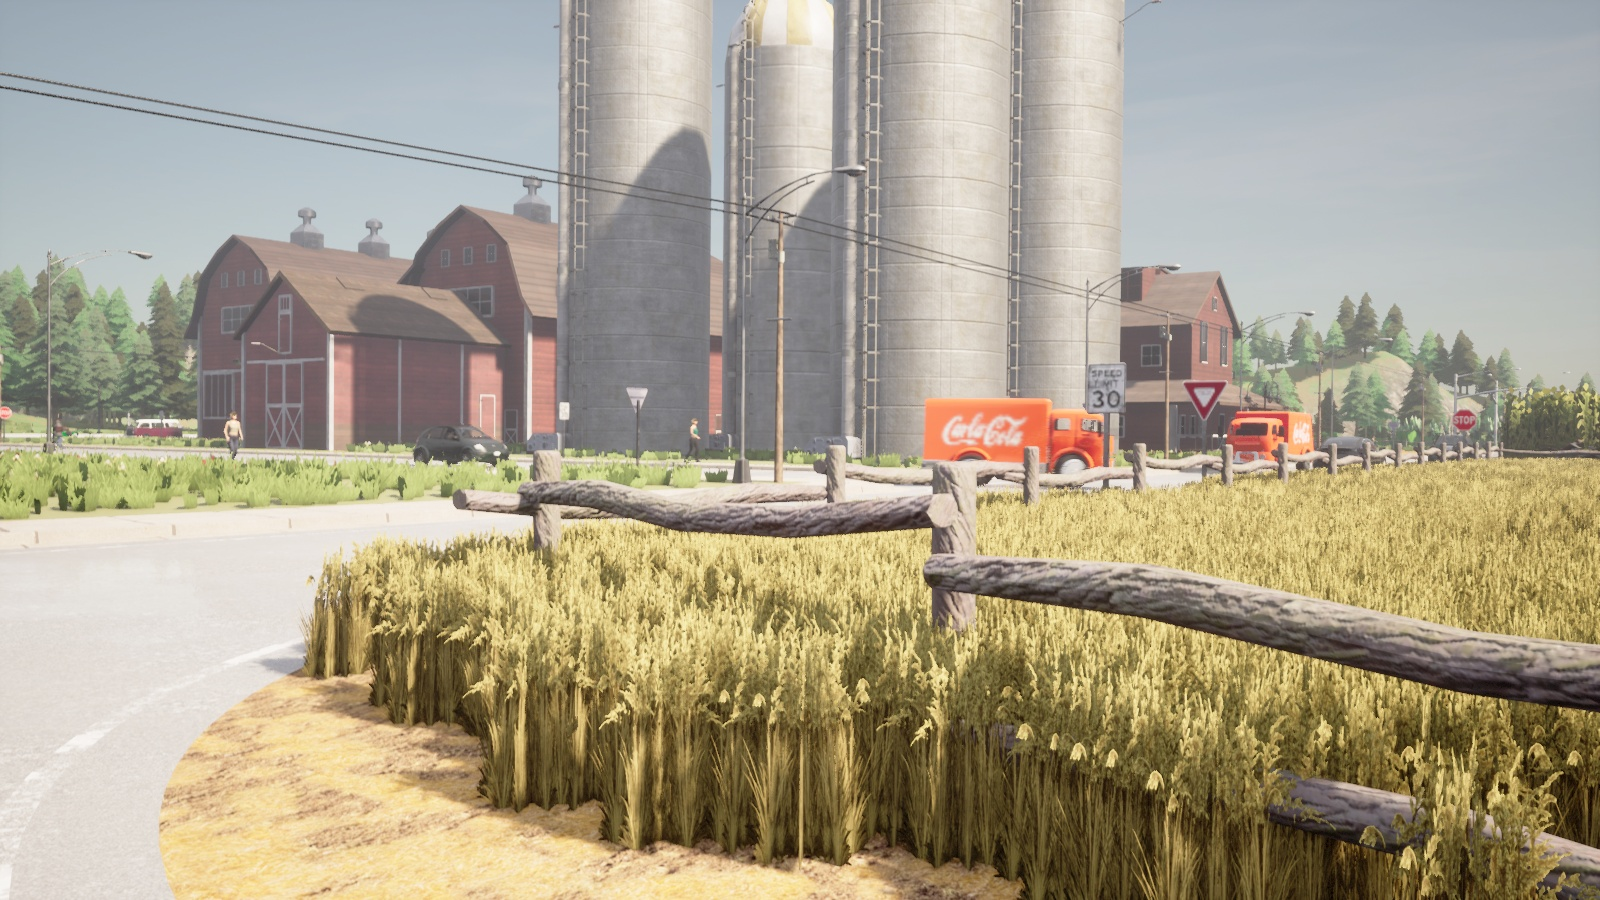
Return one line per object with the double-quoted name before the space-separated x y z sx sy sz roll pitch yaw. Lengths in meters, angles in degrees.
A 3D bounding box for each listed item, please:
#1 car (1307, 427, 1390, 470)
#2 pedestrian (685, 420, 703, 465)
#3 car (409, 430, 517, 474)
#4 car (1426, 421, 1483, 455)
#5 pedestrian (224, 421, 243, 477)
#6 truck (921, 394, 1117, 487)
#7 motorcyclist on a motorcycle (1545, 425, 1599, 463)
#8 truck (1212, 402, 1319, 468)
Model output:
"car" 20.410 -0.096 46.592 1.837 1.490 4.892 0 1 36
"pedestrian" -4.333 -0.300 51.309 0.594 1.836 0.345 0 1 28
"car" -12.998 0.058 48.360 3.988 1.617 1.851 0 1 35
"car" 35.108 -0.659 67.265 2.097 1.767 4.553 0 1 35
"pedestrian" -18.810 -0.040 41.680 0.594 1.836 0.345 0 1 42
"truck" 6.172 -0.313 35.131 5.204 2.467 2.627 0 2 14
"motorcyclist on a motorcycle" 32.312 -0.247 52.235 2.191 1.530 0.866 0 1 37
"truck" 18.601 -0.620 50.033 2.627 2.467 5.204 0 1 36
